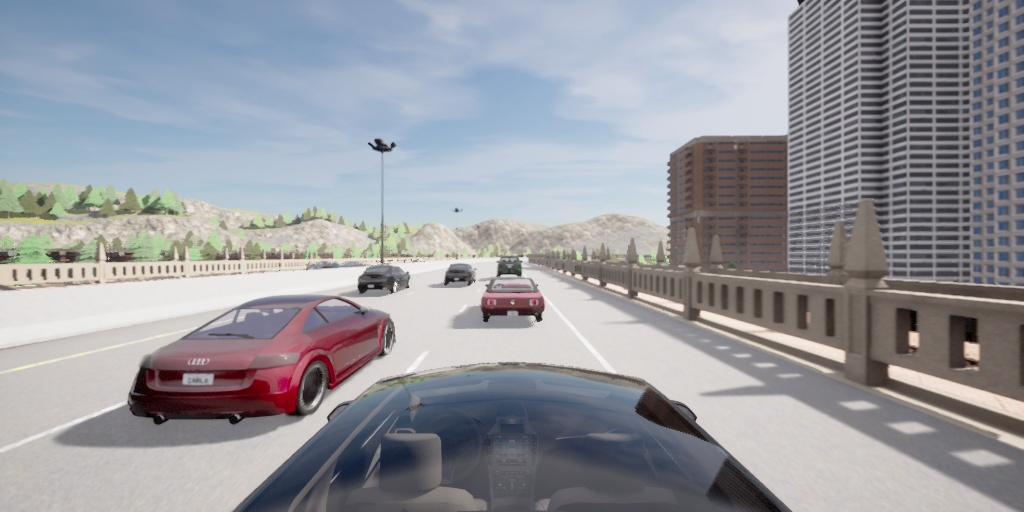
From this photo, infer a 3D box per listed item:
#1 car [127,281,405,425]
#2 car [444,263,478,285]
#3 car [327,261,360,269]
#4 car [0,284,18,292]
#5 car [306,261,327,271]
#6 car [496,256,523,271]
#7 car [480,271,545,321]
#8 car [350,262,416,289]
[{"bbox_3d":[-3.444,1.318,5.927,1.994,1.385,4.181,0,0,0],"label":"car"},{"bbox_3d":[-3.643,1.266,25.818,1.837,1.490,4.892,0,0,-1],"label":"car"},{"bbox_3d":[-17.939,1.326,39.957,2.033,1.411,5.357,0,0,0],"label":"car"},{"bbox_3d":[-14.149,1.365,8.633,1.895,1.301,4.718,0,0,-1],"label":"car"},{"bbox_3d":[-21.462,1.273,40.934,2.128,1.511,4.902,0,0,0],"label":"car"},{"bbox_3d":[-0.215,0.982,32.138,2.150,2.045,5.566,0,0,-1],"label":"car"},{"bbox_3d":[0.004,1.355,12.456,1.895,1.301,4.718,0,0,-1],"label":"car"},{"bbox_3d":[-7.083,1.267,20.350,1.837,1.490,4.892,0,0,-1],"label":"car"}]
